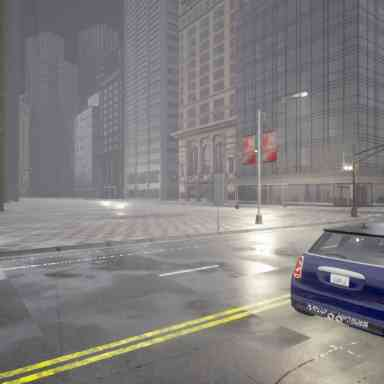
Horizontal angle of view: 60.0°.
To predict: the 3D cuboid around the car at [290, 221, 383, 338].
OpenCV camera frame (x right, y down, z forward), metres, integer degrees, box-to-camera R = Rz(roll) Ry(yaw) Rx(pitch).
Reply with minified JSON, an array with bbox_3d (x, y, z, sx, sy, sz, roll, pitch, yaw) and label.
[{"bbox_3d":[3.965,1.352,6.286,4.553,1.767,2.097,0,0,-36],"label":"car"}]
